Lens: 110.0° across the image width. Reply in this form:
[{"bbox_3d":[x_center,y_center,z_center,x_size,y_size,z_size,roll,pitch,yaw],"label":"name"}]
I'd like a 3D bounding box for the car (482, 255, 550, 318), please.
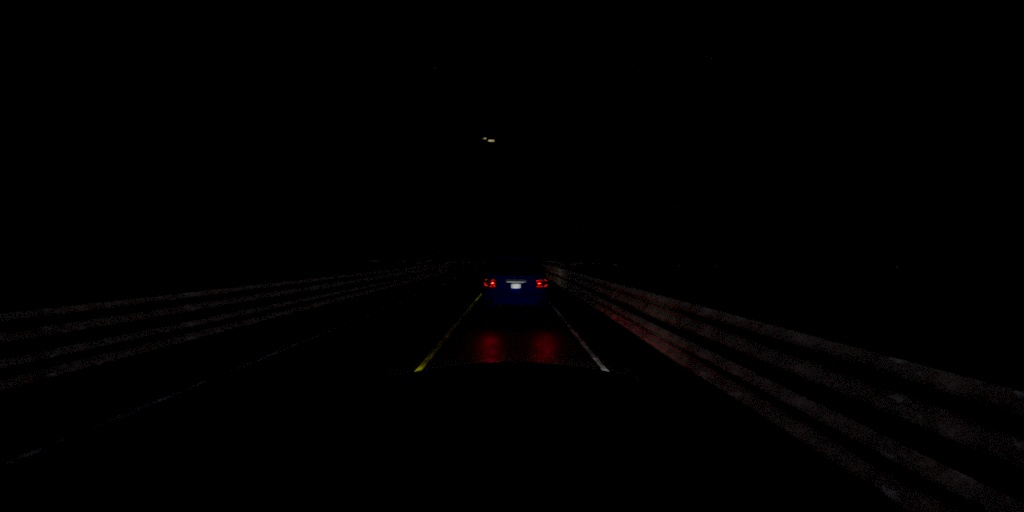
[{"bbox_3d":[0.120,0.989,13.298,2.150,2.045,5.566,0,0,0],"label":"car"}]
